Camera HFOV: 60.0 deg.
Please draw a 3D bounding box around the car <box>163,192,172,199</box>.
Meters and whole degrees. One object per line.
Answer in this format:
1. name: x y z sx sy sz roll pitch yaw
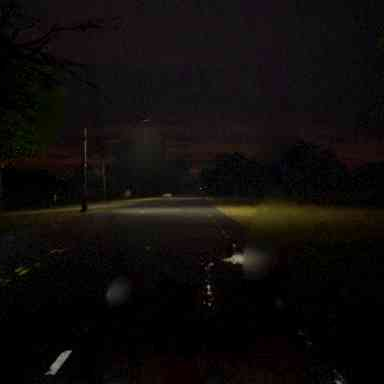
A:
1. car: -6.518 0.924 88.687 2.097 1.767 4.553 0 1 2
